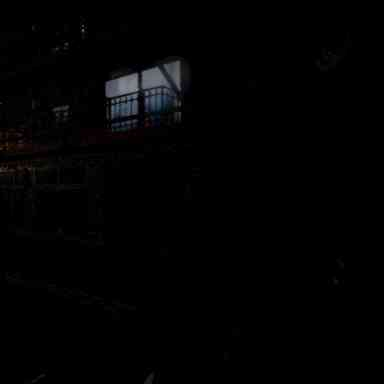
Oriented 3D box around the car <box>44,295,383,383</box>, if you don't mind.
[{"bbox_3d":[0.670,1.542,2.530,4.507,1.381,1.887,0,0,36],"label":"car"}]
